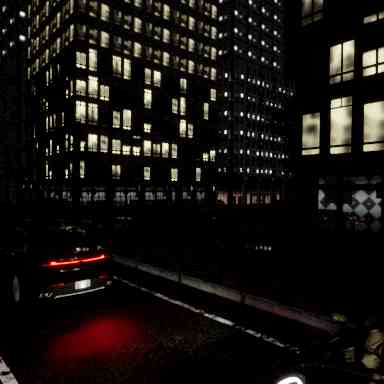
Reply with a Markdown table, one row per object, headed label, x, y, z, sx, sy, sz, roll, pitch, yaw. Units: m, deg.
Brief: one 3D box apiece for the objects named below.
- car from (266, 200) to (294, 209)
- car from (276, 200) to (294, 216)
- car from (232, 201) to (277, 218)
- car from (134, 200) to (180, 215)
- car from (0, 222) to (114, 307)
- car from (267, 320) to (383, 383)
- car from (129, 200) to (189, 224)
| label | x | y | z | sx | sy | sz | roll | pitch | yaw |
| --- | --- | --- | --- | --- | --- | --- | --- | --- | --- |
| car | 13.547 | 1.881 | 51.125 | 4.313 | 1.339 | 1.947 | 1 | 0 | -40 |
| car | 10.356 | 1.935 | 37.449 | 4.206 | 1.307 | 1.802 | 1 | 0 | -40 |
| car | 6.180 | 1.832 | 33.915 | 4.829 | 1.417 | 1.752 | 1 | 0 | -40 |
| car | -3.800 | 1.647 | 36.449 | 4.829 | 1.417 | 1.752 | 1 | 0 | -40 |
| car | -3.662 | 1.501 | 8.124 | 1.837 | 1.490 | 4.892 | 0 | 0 | -41 |
| car | 2.420 | 1.352 | 1.331 | 2.097 | 1.767 | 4.553 | 0 | 0 | -41 |
| car | -2.559 | 1.523 | 26.520 | 5.009 | 1.841 | 2.192 | 1 | 0 | -40 |
